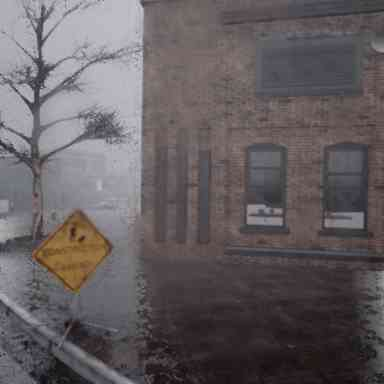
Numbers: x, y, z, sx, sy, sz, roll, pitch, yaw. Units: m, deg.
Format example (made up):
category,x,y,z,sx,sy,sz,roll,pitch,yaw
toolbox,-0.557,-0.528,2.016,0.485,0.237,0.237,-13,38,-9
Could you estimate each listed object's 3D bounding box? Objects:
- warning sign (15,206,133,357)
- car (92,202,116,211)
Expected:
category,x,y,z,sx,sy,sz,roll,pitch,yaw
warning sign,-1.780,1.168,5.052,1.060,1.860,1.300,1,-1,44
car,-14.267,2.307,54.196,1.812,1.442,4.674,1,-1,25
